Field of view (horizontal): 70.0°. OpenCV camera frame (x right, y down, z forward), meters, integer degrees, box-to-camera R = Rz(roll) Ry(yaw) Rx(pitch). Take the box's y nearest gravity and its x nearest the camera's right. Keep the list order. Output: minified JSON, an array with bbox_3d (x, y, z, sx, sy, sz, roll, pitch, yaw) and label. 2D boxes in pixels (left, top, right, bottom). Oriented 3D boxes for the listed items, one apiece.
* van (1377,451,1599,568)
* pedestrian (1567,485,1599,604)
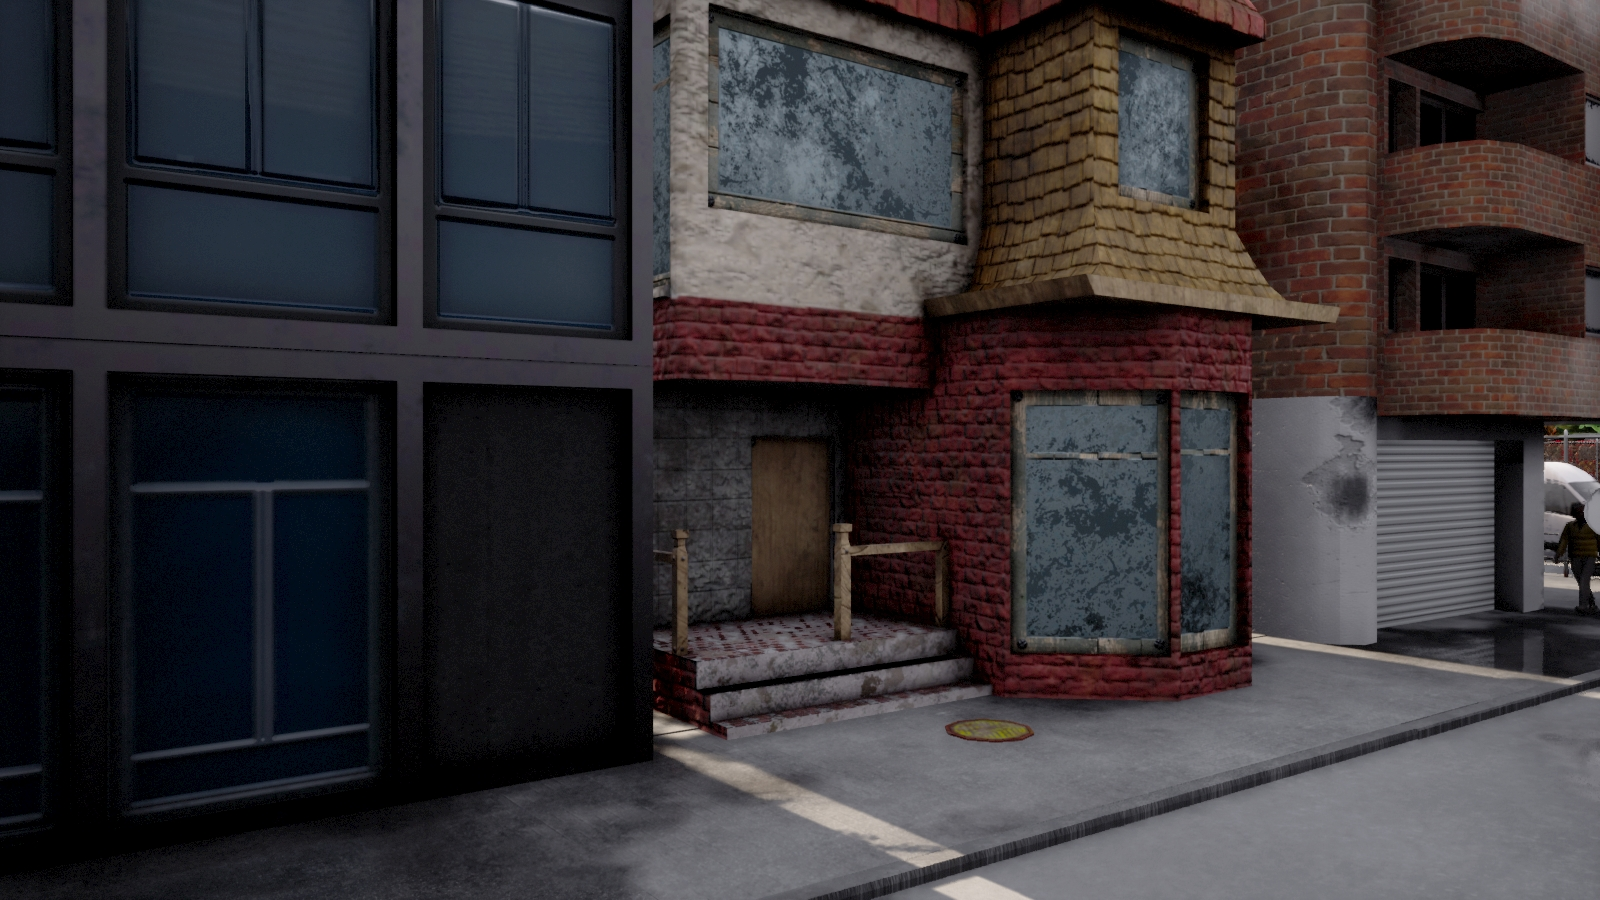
[{"bbox_3d":[17.210,1.303,27.264,1.988,2.561,5.915,0,0,-35],"label":"van"},{"bbox_3d":[12.611,1.507,18.356,0.375,1.860,0.375,0,0,-36],"label":"pedestrian"}]
